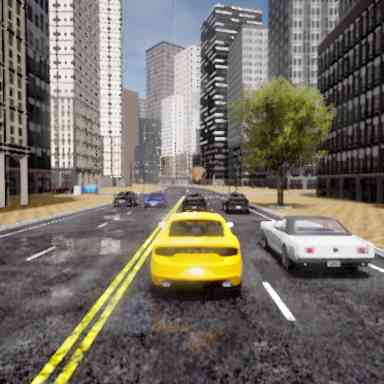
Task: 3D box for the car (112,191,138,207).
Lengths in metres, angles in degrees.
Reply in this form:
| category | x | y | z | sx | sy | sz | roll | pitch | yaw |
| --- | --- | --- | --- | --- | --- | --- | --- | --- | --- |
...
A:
| category | x | y | z | sx | sy | sz | roll | pitch | yaw |
| --- | --- | --- | --- | --- | --- | --- | --- | --- | --- |
| car | -6.480 | 0.654 | 32.782 | 1.837 | 1.490 | 4.892 | 0 | 1 | 0 |

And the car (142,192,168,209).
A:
| category | x | y | z | sx | sy | sz | roll | pitch | yaw |
| --- | --- | --- | --- | --- | --- | --- | --- | --- | --- |
| car | -3.240 | 0.736 | 30.408 | 1.812 | 1.442 | 4.674 | 0 | 1 | 0 |

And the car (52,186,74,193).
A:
| category | x | y | z | sx | sy | sz | roll | pitch | yaw |
| --- | --- | --- | --- | --- | --- | --- | --- | --- | --- |
| car | -27.932 | -0.539 | 72.182 | 4.507 | 1.381 | 1.887 | 0 | 2 | 2 |

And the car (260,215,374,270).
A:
| category | x | y | z | sx | sy | sz | roll | pitch | yaw |
| --- | --- | --- | --- | --- | --- | --- | --- | --- | --- |
| car | 3.369 | 1.343 | 10.050 | 1.895 | 1.301 | 4.718 | 0 | 1 | 0 |

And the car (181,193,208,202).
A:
| category | x | y | z | sx | sy | sz | roll | pitch | yaw |
| --- | --- | --- | --- | --- | --- | --- | --- | --- | --- |
| car | 0.183 | 0.814 | 26.705 | 1.837 | 1.490 | 4.892 | 0 | 2 | 0 |

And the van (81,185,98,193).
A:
| category | x | y | z | sx | sy | sz | roll | pitch | yaw |
| --- | --- | --- | --- | --- | --- | --- | --- | --- | --- |
| van | -22.393 | -0.713 | 72.110 | 3.998 | 1.788 | 1.690 | 0 | 2 | 2 |

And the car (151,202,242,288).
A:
| category | x | y | z | sx | sy | sz | roll | pitch | yaw |
| --- | --- | --- | --- | --- | --- | --- | --- | --- | --- |
| car | 0.107 | 1.253 | 8.684 | 1.882 | 1.535 | 5.008 | 0 | 2 | 0 |

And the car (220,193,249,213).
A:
| category | x | y | z | sx | sy | sz | roll | pitch | yaw |
| --- | --- | --- | --- | --- | --- | --- | --- | --- | --- |
| car | 3.434 | 0.811 | 26.847 | 1.837 | 1.490 | 4.892 | 0 | 1 | 0 |
